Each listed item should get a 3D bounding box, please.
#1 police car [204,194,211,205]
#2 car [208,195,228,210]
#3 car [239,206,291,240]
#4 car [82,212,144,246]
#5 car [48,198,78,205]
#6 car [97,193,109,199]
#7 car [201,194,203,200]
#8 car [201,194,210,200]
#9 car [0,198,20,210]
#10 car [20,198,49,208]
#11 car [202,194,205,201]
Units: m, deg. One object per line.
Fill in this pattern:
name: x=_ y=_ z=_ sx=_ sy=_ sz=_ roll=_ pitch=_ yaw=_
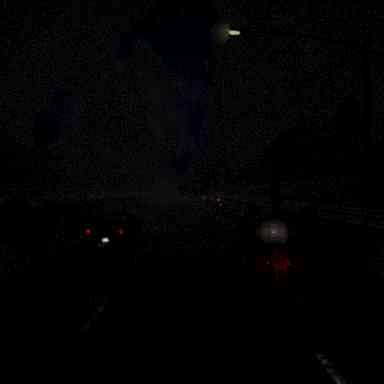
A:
police car: x=3.502 y=1.425 z=53.904 sx=2.038 sy=1.542 sz=4.974 roll=0 pitch=0 yaw=0
car: x=3.502 y=1.501 z=42.898 sx=1.994 sy=1.385 sz=4.181 roll=0 pitch=0 yaw=0
car: x=3.600 y=1.483 z=16.903 sx=1.837 sy=1.490 sz=4.892 roll=0 pitch=0 yaw=0
car: x=-3.399 y=1.581 z=15.279 sx=1.895 sy=1.301 sz=4.718 roll=0 pitch=0 yaw=0
car: x=-14.091 y=1.546 z=37.730 sx=1.895 sy=1.301 sz=4.718 roll=0 pitch=0 yaw=0
car: x=-20.997 y=1.012 z=78.827 sx=2.097 sy=1.767 sz=4.553 roll=0 pitch=0 yaw=0
car: x=3.503 y=1.491 z=75.947 sx=1.895 sy=1.301 sz=4.718 roll=0 pitch=0 yaw=0
car: x=3.504 y=1.386 z=86.953 sx=2.163 sy=1.488 sz=4.792 roll=0 pitch=0 yaw=0
car: x=-21.091 y=1.423 z=37.675 sx=1.882 sy=1.535 sz=5.008 roll=0 pitch=0 yaw=0
car: x=-17.585 y=1.435 z=39.113 sx=2.128 sy=1.511 sz=4.902 roll=0 pitch=0 yaw=0
car: x=3.503 y=1.410 z=64.910 sx=1.837 sy=1.490 sz=4.892 roll=0 pitch=0 yaw=0
